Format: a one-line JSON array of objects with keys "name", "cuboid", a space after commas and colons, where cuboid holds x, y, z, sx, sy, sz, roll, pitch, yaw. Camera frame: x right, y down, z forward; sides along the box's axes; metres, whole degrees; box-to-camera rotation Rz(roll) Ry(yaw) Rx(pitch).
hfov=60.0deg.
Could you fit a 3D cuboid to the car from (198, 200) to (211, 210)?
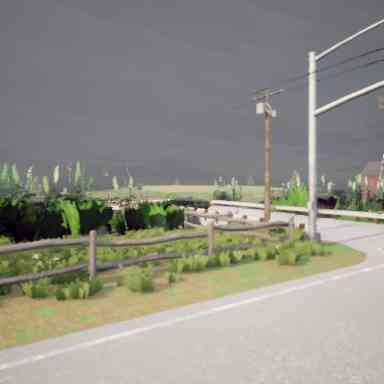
[{"name": "car", "cuboid": [-0.211, 0.985, 30.795, 1.895, 1.301, 4.718, 0, 1, -31]}]
